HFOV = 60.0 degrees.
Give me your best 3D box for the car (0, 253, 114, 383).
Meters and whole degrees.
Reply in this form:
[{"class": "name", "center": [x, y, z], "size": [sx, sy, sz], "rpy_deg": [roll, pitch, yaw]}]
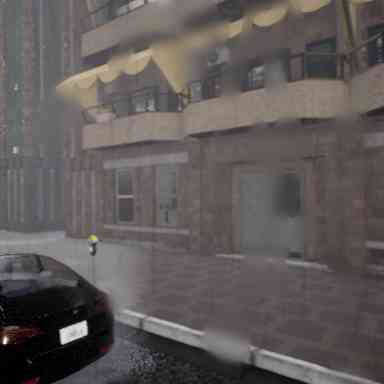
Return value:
[{"class": "car", "center": [-2.985, 1.580, 4.861], "size": [4.313, 1.339, 1.947], "rpy_deg": [0, -1, 35]}]
